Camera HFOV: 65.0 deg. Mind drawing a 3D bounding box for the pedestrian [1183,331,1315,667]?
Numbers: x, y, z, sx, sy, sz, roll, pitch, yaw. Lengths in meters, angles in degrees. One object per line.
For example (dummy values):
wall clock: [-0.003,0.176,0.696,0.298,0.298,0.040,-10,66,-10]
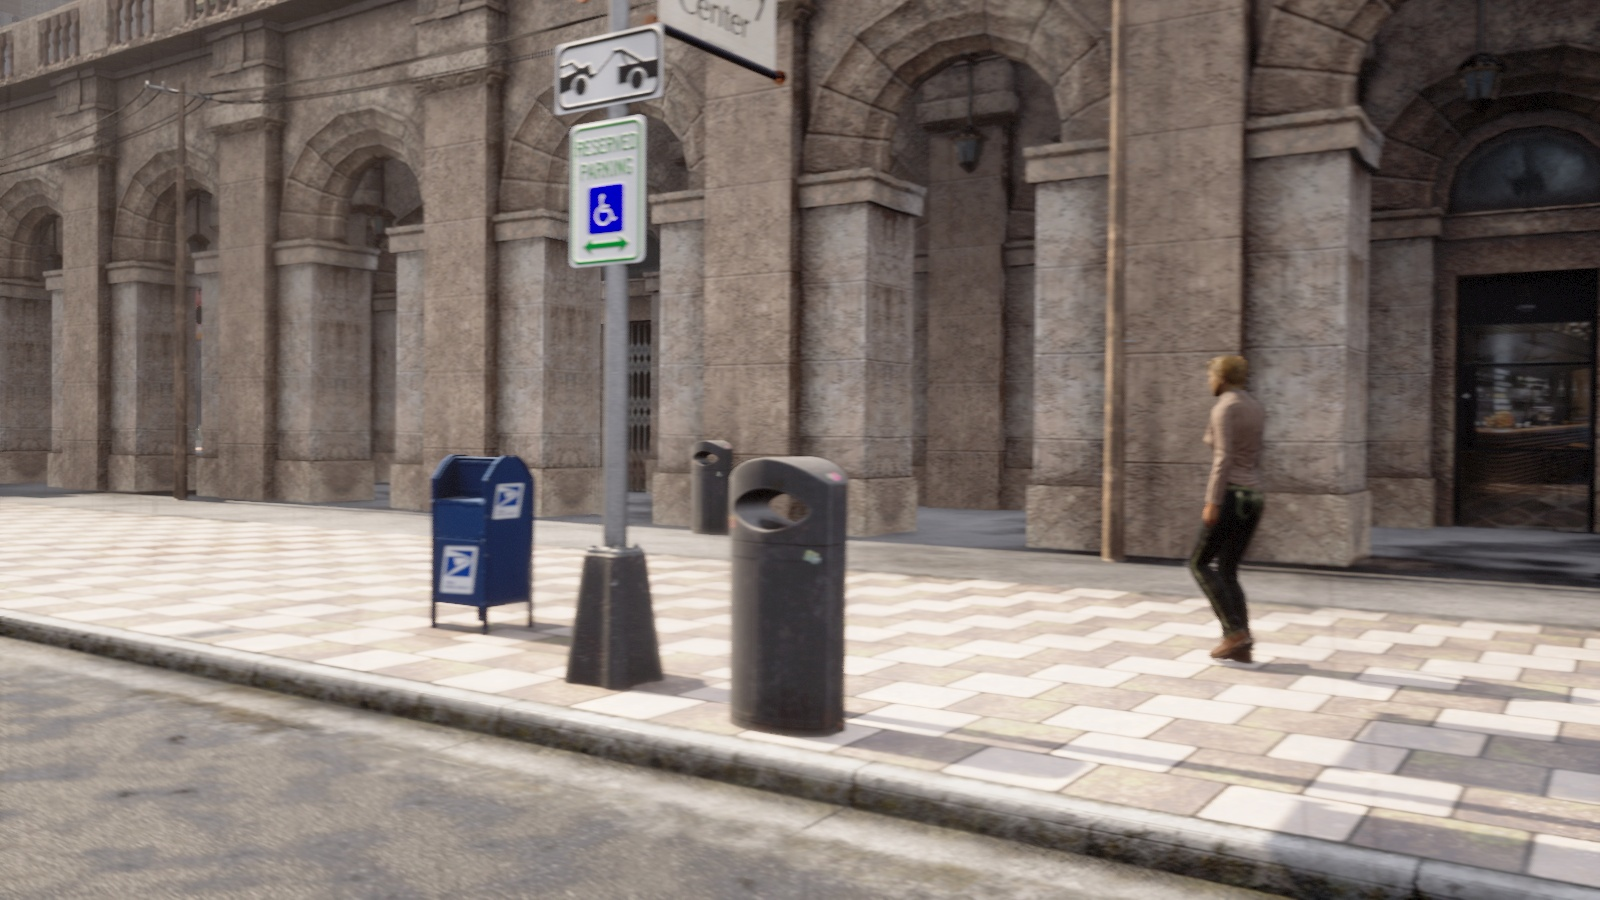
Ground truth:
pedestrian: [2.586,0.266,7.253,0.331,1.846,0.634,-1,1,-38]
